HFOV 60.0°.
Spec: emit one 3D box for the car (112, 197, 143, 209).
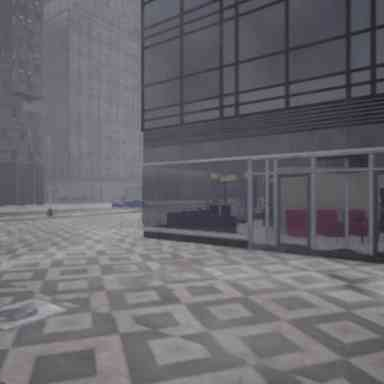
[{"bbox_3d":[-8.618,1.467,45.100,1.882,1.535,5.008,0,0,36],"label":"car"}]
